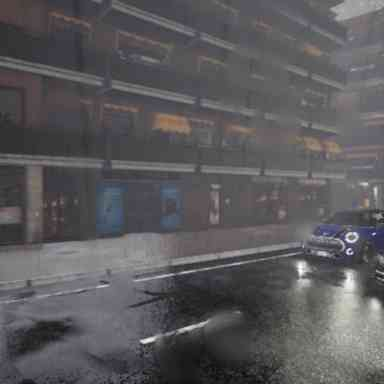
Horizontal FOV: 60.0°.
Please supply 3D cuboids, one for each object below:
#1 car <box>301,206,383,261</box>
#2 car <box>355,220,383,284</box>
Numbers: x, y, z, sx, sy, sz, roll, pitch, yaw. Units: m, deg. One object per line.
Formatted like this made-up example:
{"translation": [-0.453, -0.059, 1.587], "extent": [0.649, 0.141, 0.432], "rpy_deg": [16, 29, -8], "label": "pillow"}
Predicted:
{"translation": [6.039, 1.422, 12.169], "extent": [4.553, 1.767, 2.097], "rpy_deg": [0, 0, -37], "label": "car"}
{"translation": [6.518, 1.548, 8.477], "extent": [4.902, 1.511, 2.128], "rpy_deg": [0, 0, -37], "label": "car"}
